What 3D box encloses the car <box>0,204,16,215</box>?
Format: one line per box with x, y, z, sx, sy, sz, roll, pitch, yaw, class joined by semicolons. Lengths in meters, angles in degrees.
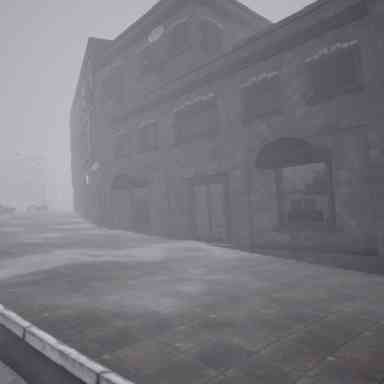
-23.204;2.148;40.317;1.895;1.301;4.718;-3;-1;-4;car

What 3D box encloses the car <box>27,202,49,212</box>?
-23.974;2.274;51.748;1.812;1.442;4.674;-3;-1;-2;car
